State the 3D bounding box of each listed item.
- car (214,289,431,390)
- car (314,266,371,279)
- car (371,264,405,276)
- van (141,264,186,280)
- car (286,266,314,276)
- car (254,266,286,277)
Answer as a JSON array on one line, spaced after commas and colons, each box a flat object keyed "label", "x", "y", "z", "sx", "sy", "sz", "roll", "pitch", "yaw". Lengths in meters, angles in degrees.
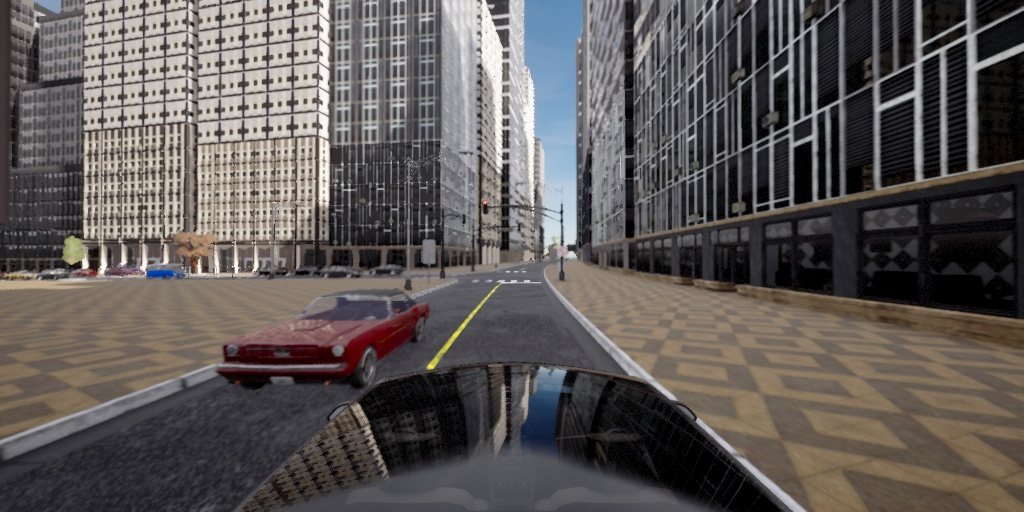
[{"label": "car", "x": -3.045, "y": 1.365, "z": 6.996, "sx": 1.895, "sy": 1.301, "sz": 4.718, "roll": 0, "pitch": 0, "yaw": 1}, {"label": "car", "x": -17.129, "y": 1.644, "z": 36.261, "sx": 4.403, "sy": 1.370, "sz": 2.007, "roll": 0, "pitch": 0, "yaw": 11}, {"label": "car", "x": -15.489, "y": 1.706, "z": 44.479, "sx": 4.403, "sy": 1.370, "sz": 2.007, "roll": 0, "pitch": 0, "yaw": 11}, {"label": "van", "x": -39.192, "y": 1.834, "z": 40.663, "sx": 3.998, "sy": 1.789, "sz": 1.690, "roll": 0, "pitch": 0, "yaw": 11}, {"label": "car", "x": -26.520, "y": 1.919, "z": 46.680, "sx": 4.313, "sy": 1.339, "sz": 1.948, "roll": 0, "pitch": 0, "yaw": 11}, {"label": "car", "x": -32.036, "y": 2.019, "z": 47.781, "sx": 4.313, "sy": 1.339, "sz": 1.948, "roll": 0, "pitch": 0, "yaw": 11}]
